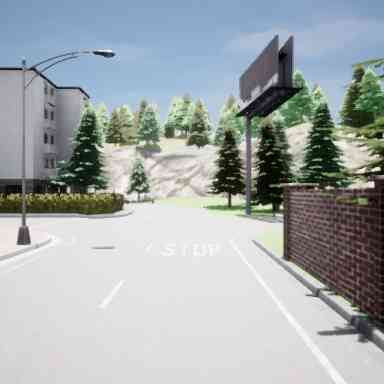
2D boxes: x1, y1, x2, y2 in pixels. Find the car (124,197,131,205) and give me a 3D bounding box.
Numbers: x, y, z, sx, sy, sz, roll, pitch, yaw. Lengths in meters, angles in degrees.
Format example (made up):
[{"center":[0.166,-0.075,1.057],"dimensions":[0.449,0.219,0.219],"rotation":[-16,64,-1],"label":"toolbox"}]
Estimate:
[{"center":[-12.892,1.495,59.835],"dimensions":[4.181,1.385,1.994],"rotation":[0,0,44],"label":"car"}]
